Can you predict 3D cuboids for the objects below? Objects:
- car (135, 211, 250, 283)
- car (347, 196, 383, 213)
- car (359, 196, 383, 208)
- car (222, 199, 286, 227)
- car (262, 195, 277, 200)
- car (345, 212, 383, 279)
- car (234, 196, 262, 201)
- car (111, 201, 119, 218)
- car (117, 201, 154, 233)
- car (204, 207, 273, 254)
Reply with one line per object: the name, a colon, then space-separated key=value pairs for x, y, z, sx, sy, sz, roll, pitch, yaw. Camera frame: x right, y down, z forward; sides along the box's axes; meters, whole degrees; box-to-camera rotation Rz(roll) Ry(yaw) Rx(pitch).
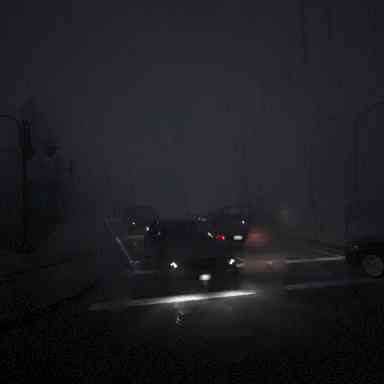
car: x=-0.370 y=1.543 z=10.122 sx=2.033 sy=1.411 sz=5.357 roll=0 pitch=0 yaw=-15
car: x=15.578 y=1.356 z=29.226 sx=1.970 sy=1.475 sz=3.806 roll=0 pitch=0 yaw=-17
car: x=23.875 y=1.273 z=43.219 sx=1.845 sy=1.501 sz=3.633 roll=0 pitch=0 yaw=-17
car: x=2.840 y=1.466 z=19.907 sx=5.357 sy=1.411 sz=2.033 roll=-3 pitch=1 yaw=-15
car: x=10.314 y=1.277 z=47.135 sx=2.152 sy=1.636 sz=5.027 roll=0 pitch=0 yaw=-17
car: x=6.534 y=1.475 z=8.257 sx=5.008 sy=1.535 sz=1.882 roll=0 pitch=0 yaw=39
car: x=7.327 y=1.287 z=46.177 sx=2.007 sy=1.523 sz=4.514 roll=0 pitch=0 yaw=-17
car: x=-6.280 y=1.515 z=30.103 sx=2.033 sy=1.411 sz=5.357 roll=0 pitch=0 yaw=-17
car: x=-3.111 y=1.529 z=19.954 sx=2.033 sy=1.411 sz=5.357 roll=0 pitch=0 yaw=-17
car: x=1.348 y=1.538 z=13.403 sx=2.033 sy=1.411 sz=5.357 roll=0 pitch=0 yaw=-4
